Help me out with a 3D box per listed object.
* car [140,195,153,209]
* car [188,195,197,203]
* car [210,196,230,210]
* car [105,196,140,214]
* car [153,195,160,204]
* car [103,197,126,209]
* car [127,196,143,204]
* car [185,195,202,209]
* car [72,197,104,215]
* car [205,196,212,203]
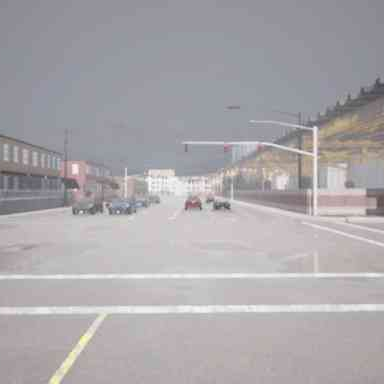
[{"bbox_3d":[-6.998,1.477,45.837,1.812,1.442,4.674,0,0,0],"label":"car"},{"bbox_3d":[0.160,1.435,67.615,1.837,1.490,4.892,0,1,1],"label":"car"},{"bbox_3d":[3.682,1.556,42.157,1.895,1.301,4.718,0,0,0],"label":"car"},{"bbox_3d":[-7.027,1.316,33.965,2.097,1.767,4.553,0,0,0],"label":"car"},{"bbox_3d":[-6.940,1.290,60.097,2.097,1.767,4.553,0,0,1],"label":"car"},{"bbox_3d":[-10.510,1.440,45.422,2.128,1.511,4.902,0,0,-1],"label":"car"},{"bbox_3d":[-10.421,1.498,61.155,1.994,1.385,4.181,0,0,1],"label":"car"},{"bbox_3d":[0.185,1.306,43.412,2.097,1.767,4.553,0,0,0],"label":"car"},{"bbox_3d":[-10.527,1.316,33.842,2.097,1.767,4.553,0,0,0],"label":"car"},{"bbox_3d":[3.638,1.479,65.215,2.033,1.411,5.357,0,0,0],"label":"car"}]
